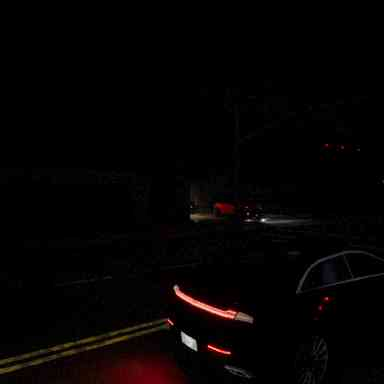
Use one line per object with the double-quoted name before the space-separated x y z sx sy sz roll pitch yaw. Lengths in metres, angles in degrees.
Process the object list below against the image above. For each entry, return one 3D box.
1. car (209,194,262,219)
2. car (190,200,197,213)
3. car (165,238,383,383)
"car" 4.011 1.352 29.287 2.097 1.767 4.553 0 0 -37
"car" -1.722 1.221 36.978 2.150 2.045 5.566 0 0 -37
"car" 1.942 1.492 5.209 4.902 1.511 2.128 0 0 -35
